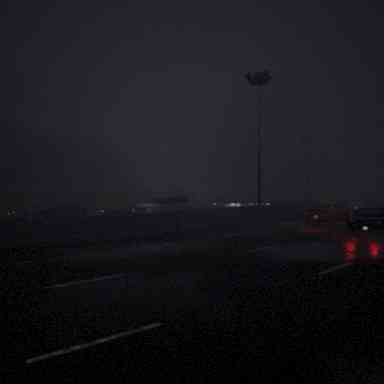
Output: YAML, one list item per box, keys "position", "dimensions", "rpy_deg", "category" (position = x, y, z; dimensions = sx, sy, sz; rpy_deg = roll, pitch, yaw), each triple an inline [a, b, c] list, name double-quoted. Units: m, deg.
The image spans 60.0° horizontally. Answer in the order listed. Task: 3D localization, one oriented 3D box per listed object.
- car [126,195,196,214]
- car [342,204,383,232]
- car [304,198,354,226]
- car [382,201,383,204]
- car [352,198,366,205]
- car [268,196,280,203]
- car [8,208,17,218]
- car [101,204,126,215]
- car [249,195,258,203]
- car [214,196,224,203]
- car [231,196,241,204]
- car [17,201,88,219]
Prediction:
- position: [-2.057, 1.233, 26.018]
  dimensions: [2.150, 2.045, 5.566]
  rpy_deg: [0, 0, 42]
  category: "car"
- position: [10.293, 1.543, 18.663]
  dimensions: [1.895, 1.301, 4.718]
  rpy_deg: [0, 0, 41]
  category: "car"
- position: [9.449, 1.424, 23.193]
  dimensions: [1.882, 1.535, 5.008]
  rpy_deg: [0, 0, 39]
  category: "car"
- position: [20.881, 1.406, 34.511]
  dimensions: [1.812, 1.442, 4.674]
  rpy_deg: [0, 0, 27]
  category: "car"
- position: [18.130, 1.422, 36.819]
  dimensions: [1.812, 1.442, 4.674]
  rpy_deg: [0, 0, 27]
  category: "car"
- position: [15.591, 1.480, 63.765]
  dimensions: [1.994, 1.385, 4.181]
  rpy_deg: [0, 0, 9]
  category: "car"
- position: [-13.505, 1.581, 29.403]
  dimensions: [4.892, 1.490, 1.837]
  rpy_deg: [0, 0, -43]
  category: "car"
- position: [-5.167, 1.630, 27.776]
  dimensions: [1.895, 1.301, 4.718]
  rpy_deg: [0, 0, 43]
  category: "car"
- position: [12.300, 1.428, 65.498]
  dimensions: [1.837, 1.490, 4.892]
  rpy_deg: [0, 1, 7]
  category: "car"
- position: [5.465, 1.499, 67.276]
  dimensions: [2.033, 1.411, 5.357]
  rpy_deg: [0, 0, 6]
  category: "car"
- position: [8.565, 1.451, 64.110]
  dimensions: [2.128, 1.511, 4.902]
  rpy_deg: [0, 0, 9]
  category: "car"
- position: [-11.003, 1.539, 26.959]
  dimensions: [5.008, 1.535, 1.882]
  rpy_deg: [0, 0, -43]
  category: "car"
